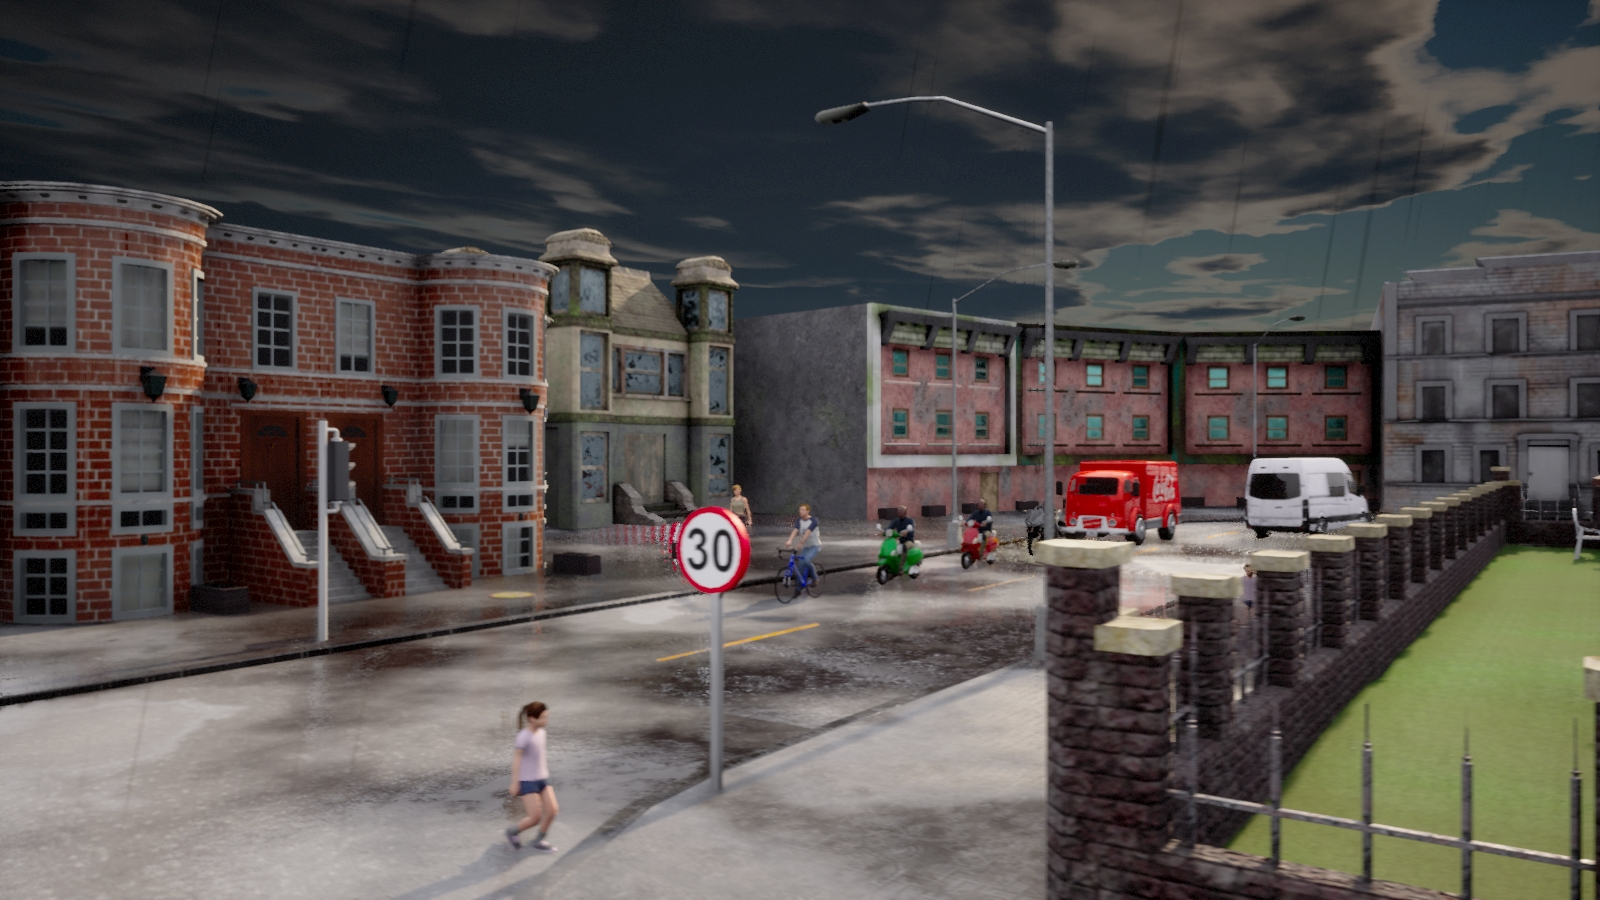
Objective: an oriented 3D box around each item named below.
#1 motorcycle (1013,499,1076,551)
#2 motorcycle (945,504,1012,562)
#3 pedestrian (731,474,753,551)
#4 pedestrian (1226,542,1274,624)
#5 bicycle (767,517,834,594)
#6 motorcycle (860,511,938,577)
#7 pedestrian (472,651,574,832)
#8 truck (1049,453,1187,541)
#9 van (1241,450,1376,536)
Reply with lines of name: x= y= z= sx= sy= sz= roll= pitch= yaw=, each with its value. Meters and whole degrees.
motorcycle: x=6.589 y=1.985 z=30.742 sx=0.867 sy=1.251 sz=2.209 roll=0 pitch=0 yaw=35
motorcycle: x=4.288 y=1.962 z=27.348 sx=0.856 sy=1.236 sz=1.805 roll=0 pitch=0 yaw=35
pedestrian: x=-1.422 y=1.525 z=27.922 sx=0.375 sy=1.860 sz=0.375 roll=0 pitch=0 yaw=33
pedestrian: x=6.489 y=1.897 z=16.464 sx=0.500 sy=1.100 sz=0.500 roll=0 pitch=0 yaw=41
bicycle: x=0.021 y=1.936 z=21.264 sx=0.373 sy=1.296 sz=1.643 roll=0 pitch=0 yaw=35
motorcycle: x=2.113 y=1.962 z=24.252 sx=0.856 sy=1.236 sz=1.805 roll=0 pitch=0 yaw=35
pedestrian: x=-1.924 y=2.009 z=7.968 sx=0.500 sy=1.100 sz=0.500 roll=0 pitch=0 yaw=18
truck: x=9.870 y=1.348 z=35.195 sx=2.627 sy=2.467 sz=5.204 roll=0 pitch=0 yaw=33
van: x=16.538 y=1.316 z=36.965 sx=1.988 sy=2.561 sz=5.915 roll=-1 pitch=-1 yaw=44
